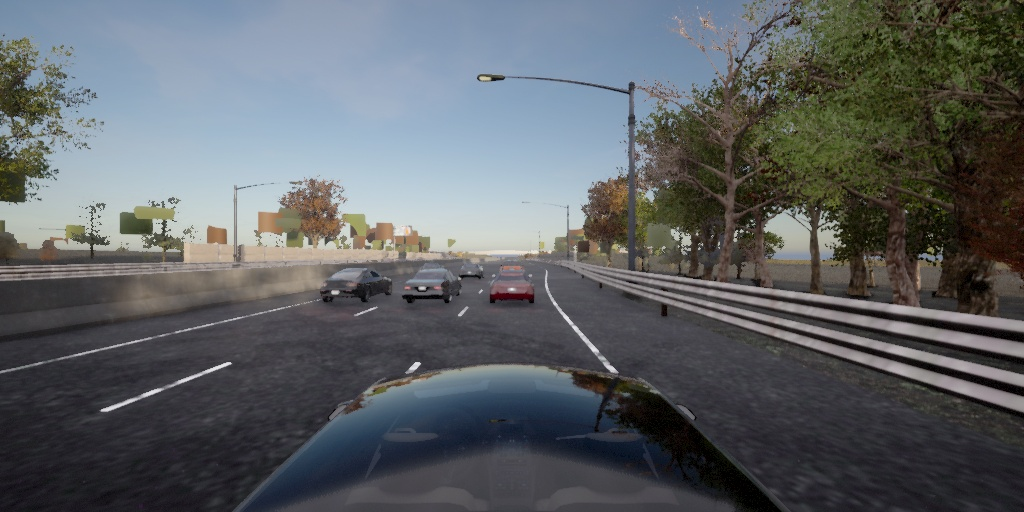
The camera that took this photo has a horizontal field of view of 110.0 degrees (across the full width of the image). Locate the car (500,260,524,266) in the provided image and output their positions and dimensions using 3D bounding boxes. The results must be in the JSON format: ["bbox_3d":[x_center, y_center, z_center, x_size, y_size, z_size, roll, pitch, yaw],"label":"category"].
[{"bbox_3d":[0.000,1.125,31.471,2.097,1.767,4.553,0,0,0],"label":"car"}]

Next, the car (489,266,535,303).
[{"bbox_3d":[0.000,1.322,16.501,1.994,1.385,4.181,0,0,0],"label":"car"}]

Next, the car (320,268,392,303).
[{"bbox_3d":[-7.000,1.283,16.501,1.812,1.442,4.674,0,0,0],"label":"car"}]

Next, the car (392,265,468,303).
[{"bbox_3d":[-3.500,1.313,16.501,2.033,1.411,5.357,0,0,0],"label":"car"}]

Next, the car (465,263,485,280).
[{"bbox_3d":[-3.500,1.332,31.501,1.994,1.385,4.181,0,0,0],"label":"car"}]

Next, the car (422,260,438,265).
[{"bbox_3d":[-7.000,1.331,31.501,1.994,1.385,4.181,0,0,0],"label":"car"}]
